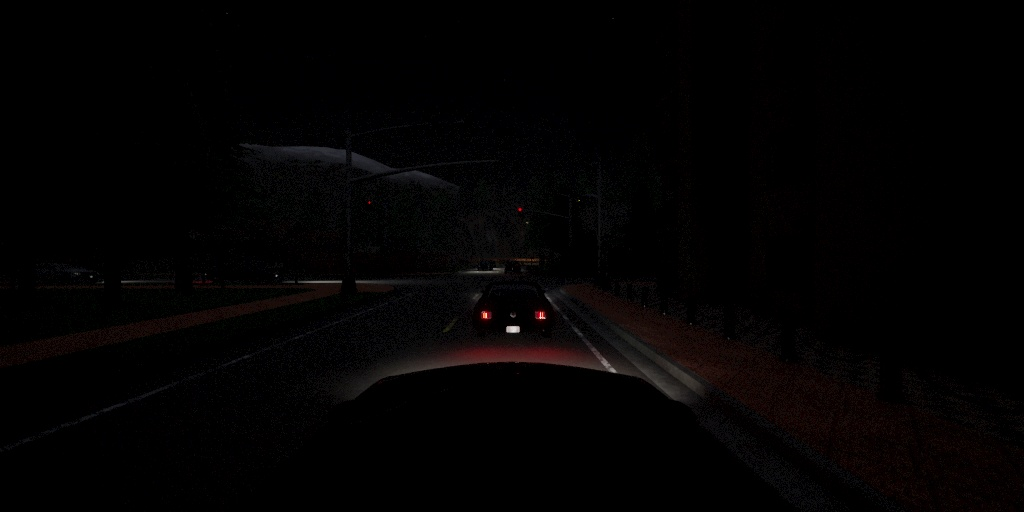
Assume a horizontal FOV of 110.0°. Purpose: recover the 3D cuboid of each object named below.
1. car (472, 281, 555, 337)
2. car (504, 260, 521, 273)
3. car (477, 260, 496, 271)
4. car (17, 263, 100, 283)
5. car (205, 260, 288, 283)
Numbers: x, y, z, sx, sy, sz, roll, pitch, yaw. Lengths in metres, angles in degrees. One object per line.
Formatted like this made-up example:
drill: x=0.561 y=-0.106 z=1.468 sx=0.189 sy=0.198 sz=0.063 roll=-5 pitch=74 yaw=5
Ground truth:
car: x=0.042 y=1.351 z=10.230 sx=1.895 sy=1.301 sz=4.718 roll=0 pitch=0 yaw=0
car: x=0.034 y=1.241 z=43.770 sx=2.128 sy=1.511 sz=4.902 roll=0 pitch=0 yaw=-1
car: x=-3.691 y=1.228 z=49.830 sx=1.882 sy=1.535 sz=5.008 roll=0 pitch=0 yaw=0
car: x=-33.697 y=1.262 z=26.692 sx=4.674 sy=1.442 sz=1.812 roll=0 pitch=0 yaw=-1
car: x=-20.241 y=1.227 z=27.022 sx=4.902 sy=1.511 sz=2.128 roll=0 pitch=0 yaw=-1
